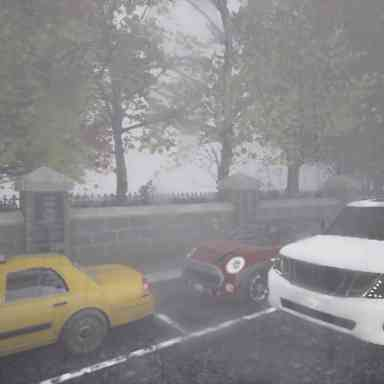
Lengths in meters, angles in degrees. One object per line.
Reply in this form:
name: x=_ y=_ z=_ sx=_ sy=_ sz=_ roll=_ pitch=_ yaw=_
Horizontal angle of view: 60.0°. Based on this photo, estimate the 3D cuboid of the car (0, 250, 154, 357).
car: x=-2.890 y=1.523 z=4.495 sx=4.829 sy=1.417 sz=1.752 roll=-1 pitch=1 yaw=-35

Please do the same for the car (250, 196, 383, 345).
car: x=3.887 y=1.120 z=6.147 sx=5.566 sy=2.045 sz=2.150 roll=-1 pitch=1 yaw=-35

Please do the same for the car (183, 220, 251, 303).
car: x=1.757 y=1.351 z=7.808 sx=4.097 sy=1.590 sz=1.967 roll=-1 pitch=1 yaw=-35
